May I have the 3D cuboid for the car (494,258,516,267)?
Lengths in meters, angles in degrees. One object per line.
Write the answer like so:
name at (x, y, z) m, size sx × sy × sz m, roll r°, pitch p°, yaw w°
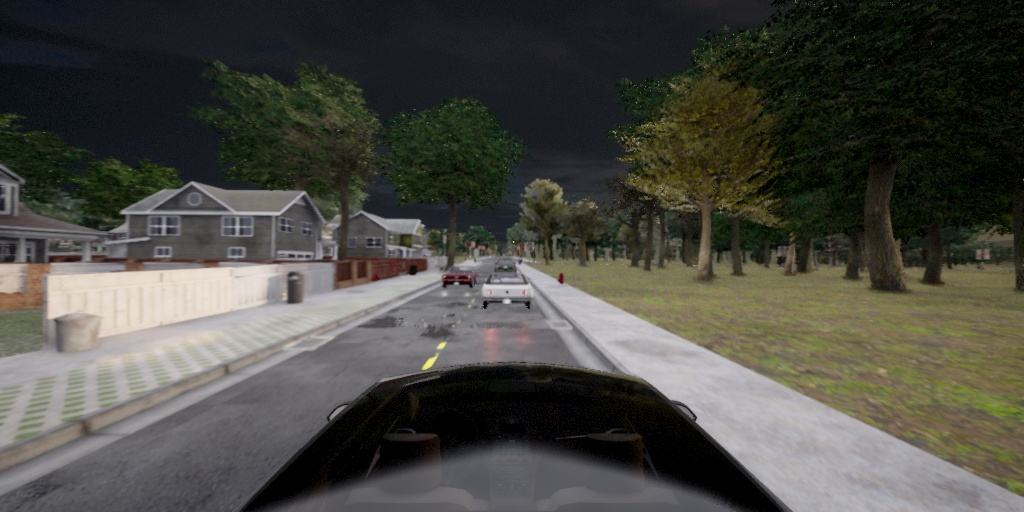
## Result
car at (-0.645, 1.020, 35.050) m, size 2.097 × 1.767 × 4.553 m, roll 0°, pitch 0°, yaw -1°

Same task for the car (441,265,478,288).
car at (-3.240, 1.284, 22.909) m, size 1.895 × 1.301 × 4.718 m, roll 0°, pitch 0°, yaw -1°

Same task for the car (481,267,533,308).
car at (-0.219, 1.322, 14.989) m, size 1.895 × 1.301 × 4.718 m, roll 0°, pitch 0°, yaw -1°
